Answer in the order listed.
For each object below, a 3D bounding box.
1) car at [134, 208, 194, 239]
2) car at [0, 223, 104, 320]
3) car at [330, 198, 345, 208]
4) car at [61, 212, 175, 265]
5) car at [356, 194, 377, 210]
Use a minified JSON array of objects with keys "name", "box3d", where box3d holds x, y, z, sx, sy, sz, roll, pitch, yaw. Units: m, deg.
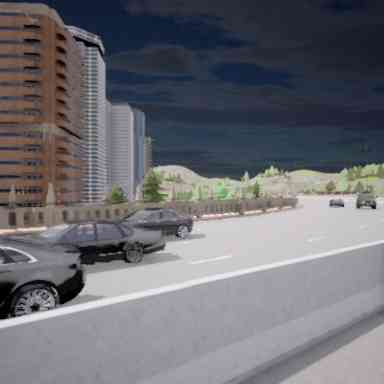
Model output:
[{"name":"car","box3d":[-2.077,1.556,16.039,4.892,1.490,1.837,0,0,-41]},{"name":"car","box3d":[-4.247,1.522,5.413,4.902,1.511,2.128,0,0,-36]},{"name":"car","box3d":[21.855,1.621,50.119,1.994,1.385,4.181,0,0,21]},{"name":"car","box3d":[-3.394,1.588,10.344,5.357,1.411,2.033,0,0,-38]},{"name":"car","box3d":[23.368,1.262,44.636,2.150,2.045,5.566,0,-1,24]}]
